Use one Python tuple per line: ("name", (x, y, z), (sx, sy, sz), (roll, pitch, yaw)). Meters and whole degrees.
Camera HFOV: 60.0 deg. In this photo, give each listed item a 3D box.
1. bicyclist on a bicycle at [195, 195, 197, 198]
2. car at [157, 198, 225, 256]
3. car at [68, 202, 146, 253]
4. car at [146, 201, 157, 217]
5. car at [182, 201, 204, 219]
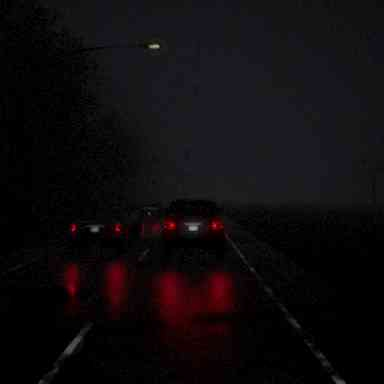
("bicyclist on a bicycle", (1.017, 1.463, 86.763), (0.659, 1.776, 1.843), (0, 0, 0))
("car", (0.075, 1.237, 13.290), (2.150, 2.045, 5.566), (0, 0, 1))
("car", (-3.421, 1.365, 13.887), (2.097, 1.767, 4.553), (0, 0, 0))
("car", (-3.409, 1.523, 29.182), (2.128, 1.511, 4.902), (0, 0, 0))
("car", (0.095, 1.557, 30.170), (1.812, 1.442, 4.674), (0, 0, 0))
